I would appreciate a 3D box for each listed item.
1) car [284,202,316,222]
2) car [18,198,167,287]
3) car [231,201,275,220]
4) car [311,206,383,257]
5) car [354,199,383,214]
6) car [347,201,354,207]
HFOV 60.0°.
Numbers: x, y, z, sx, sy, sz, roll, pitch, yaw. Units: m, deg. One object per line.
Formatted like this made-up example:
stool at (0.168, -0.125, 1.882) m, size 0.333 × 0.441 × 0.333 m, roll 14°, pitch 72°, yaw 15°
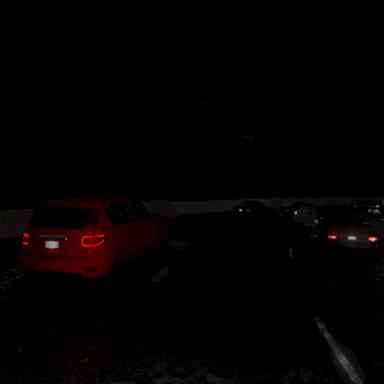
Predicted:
car at (8.704, 1.496, 25.966) m, size 1.994 × 1.385 × 4.181 m, roll 0°, pitch 0°, yaw 33°
car at (-2.360, 1.169, 9.492) m, size 2.150 × 2.045 × 5.566 m, roll 0°, pitch 0°, yaw 11°
car at (5.121, 1.455, 27.525) m, size 2.033 × 1.411 × 5.357 m, roll 0°, pitch 0°, yaw 34°
car at (5.927, 1.520, 13.023) m, size 2.033 × 1.411 × 5.357 m, roll 0°, pitch 0°, yaw 19°
car at (17.277, 1.444, 30.853) m, size 4.902 × 1.511 × 2.128 m, roll 0°, pitch 0°, yaw -45°
car at (18.955, 1.499, 36.787) m, size 4.181 × 1.385 × 1.994 m, roll 0°, pitch 0°, yaw -39°
